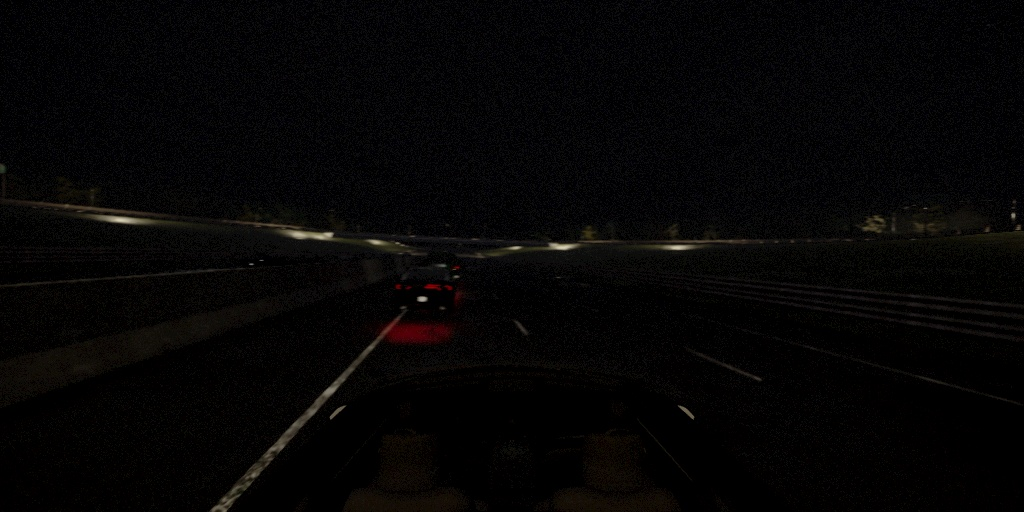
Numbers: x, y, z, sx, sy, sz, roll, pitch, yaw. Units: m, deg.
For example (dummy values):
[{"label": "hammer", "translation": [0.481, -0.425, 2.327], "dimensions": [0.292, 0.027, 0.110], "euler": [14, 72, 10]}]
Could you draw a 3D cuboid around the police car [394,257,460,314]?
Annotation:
[{"label": "police car", "translation": [-3.003, 1.036, 13.134], "dimensions": [1.930, 1.638, 5.238], "euler": [2, 0, -8]}]

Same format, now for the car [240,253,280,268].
[{"label": "car", "translation": [-22.710, 0.394, 33.014], "dimensions": [1.895, 1.301, 4.718], "euler": [2, 0, -8]}]

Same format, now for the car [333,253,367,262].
[{"label": "car", "translation": [-15.922, 0.599, 34.930], "dimensions": [1.812, 1.442, 4.674], "euler": [2, 0, -8]}]

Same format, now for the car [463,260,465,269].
[{"label": "car", "translation": [-7.406, 0.997, 48.972], "dimensions": [1.994, 1.385, 4.181], "euler": [2, 0, -9]}]

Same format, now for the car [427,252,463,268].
[{"label": "car", "translation": [-4.466, 0.767, 22.953], "dimensions": [2.150, 2.045, 5.566], "euler": [2, 0, -9]}]

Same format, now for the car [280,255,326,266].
[{"label": "car", "translation": [-19.254, 0.537, 33.553], "dimensions": [1.895, 1.301, 4.718], "euler": [2, 0, -8]}]
